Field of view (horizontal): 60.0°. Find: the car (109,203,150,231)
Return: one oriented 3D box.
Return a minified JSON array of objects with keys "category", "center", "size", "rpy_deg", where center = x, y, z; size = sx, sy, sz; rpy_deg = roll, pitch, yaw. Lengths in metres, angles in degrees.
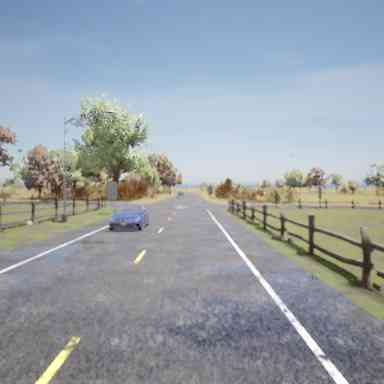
[{"category":"car","center":[-3.591,1.419,19.790],"size":[1.812,1.442,4.674],"rpy_deg":[0,0,0]}]
